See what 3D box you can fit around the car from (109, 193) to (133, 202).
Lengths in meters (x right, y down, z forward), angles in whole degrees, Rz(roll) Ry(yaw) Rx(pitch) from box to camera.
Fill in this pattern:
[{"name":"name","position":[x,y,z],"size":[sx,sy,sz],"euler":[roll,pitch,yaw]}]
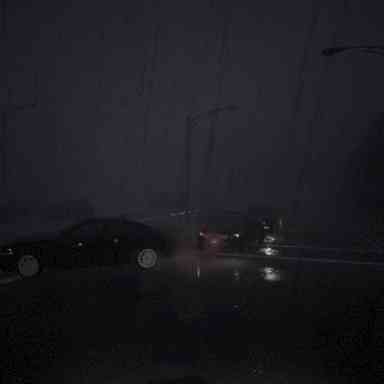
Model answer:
[{"name":"car","position":[-13.927,1.044,65.314],"size":[4.605,1.855,1.932],"euler":[0,0,18]}]

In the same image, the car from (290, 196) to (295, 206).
[{"name":"car","position":[16.004,1.479,55.342],"size":[1.837,1.490,4.892],"euler":[0,-1,19]}]

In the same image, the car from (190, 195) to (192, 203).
[{"name":"car","position":[-2.511,1.051,44.681],"size":[3.866,1.878,1.905],"euler":[0,0,18]}]

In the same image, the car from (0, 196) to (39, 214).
[{"name":"car","position":[-15.171,1.355,29.404],"size":[3.806,1.475,1.970],"euler":[0,0,18]}]

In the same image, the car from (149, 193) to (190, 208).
[{"name":"car","position":[-3.044,1.073,41.795],"size":[4.605,1.855,1.932],"euler":[0,0,18]}]

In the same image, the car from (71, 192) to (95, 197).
[{"name":"car","position":[-18.562,1.248,53.730],"size":[4.514,1.523,2.007],"euler":[0,0,18]}]

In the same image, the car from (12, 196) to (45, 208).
[{"name":"car","position":[-21.779,1.273,44.270],"size":[3.633,1.501,1.845],"euler":[0,0,18]}]

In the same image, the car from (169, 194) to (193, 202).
[{"name":"car","position":[-2.229,1.256,68.713],"size":[4.514,1.523,2.007],"euler":[0,0,18]}]

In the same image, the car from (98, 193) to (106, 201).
[{"name":"car","position":[-20.342,1.013,70.932],"size":[3.866,1.878,1.905],"euler":[0,0,18]}]

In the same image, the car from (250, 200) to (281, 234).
[{"name":"car","position":[3.920,1.486,19.333],"size":[1.837,1.490,4.892],"euler":[0,1,19]}]

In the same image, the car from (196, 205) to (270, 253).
[{"name":"car","position":[1.785,1.514,13.926],"size":[1.812,1.442,4.674],"euler":[0,0,24]}]

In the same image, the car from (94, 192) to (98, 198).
[{"name":"car","position":[-21.979,1.297,67.974],"size":[3.806,1.475,1.970],"euler":[0,0,18]}]

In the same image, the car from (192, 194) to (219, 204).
[{"name":"car","position":[1.557,1.124,56.812],"size":[5.027,1.636,2.152],"euler":[0,0,18]}]

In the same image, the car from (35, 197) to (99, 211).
[{"name":"car","position":[-9.083,1.355,24.219],"size":[3.633,1.501,1.845],"euler":[0,0,18]}]

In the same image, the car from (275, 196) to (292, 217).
[{"name":"car","position":[8.098,1.472,31.772],"size":[2.128,1.511,4.902],"euler":[0,0,19]}]

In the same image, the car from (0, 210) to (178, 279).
[{"name":"car","position":[-2.927,1.475,9.924],"size":[5.008,1.535,1.882],"euler":[0,0,-19]}]
